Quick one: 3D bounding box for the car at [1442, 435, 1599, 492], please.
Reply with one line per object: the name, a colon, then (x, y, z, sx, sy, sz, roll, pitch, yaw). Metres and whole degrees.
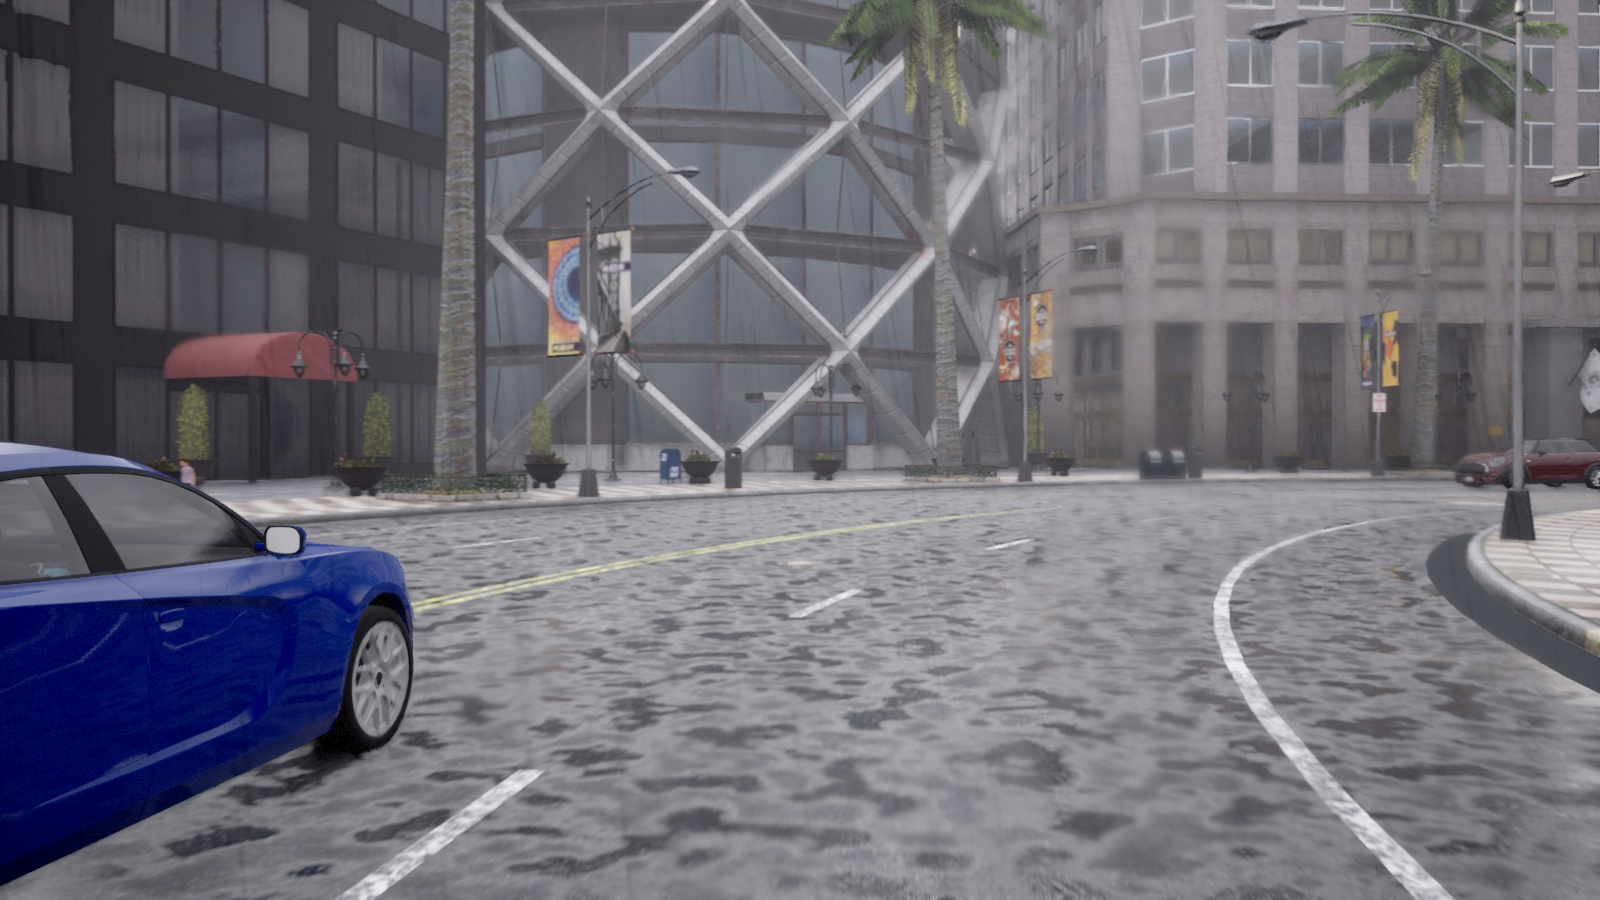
car: (23.674, 0.417, 40.911, 4.553, 1.767, 2.097, 0, 0, -10)

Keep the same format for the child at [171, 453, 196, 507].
child: (-12.711, 0.616, 25.907, 0.255, 1.110, 0.394, 0, 0, 21)

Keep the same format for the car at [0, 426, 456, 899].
car: (-3.104, 0.693, 4.565, 1.882, 1.535, 5.008, 0, 0, 6)
